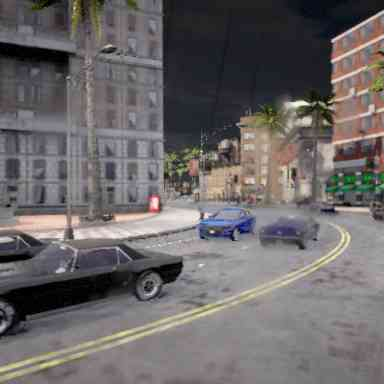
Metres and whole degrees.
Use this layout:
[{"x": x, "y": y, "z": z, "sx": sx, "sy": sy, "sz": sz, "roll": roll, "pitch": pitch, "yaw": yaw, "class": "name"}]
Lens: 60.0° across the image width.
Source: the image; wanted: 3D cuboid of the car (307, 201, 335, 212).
[{"x": 16.346, "y": 1.870, "z": 42.422, "sx": 1.994, "sy": 1.385, "sz": 4.181, "roll": 0, "pitch": -1, "yaw": -7, "class": "car"}]

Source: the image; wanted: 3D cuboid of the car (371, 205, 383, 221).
[{"x": 16.085, "y": 1.725, "z": 26.888, "sx": 1.994, "sy": 1.385, "sz": 4.181, "roll": 0, "pitch": -1, "yaw": 11, "class": "car"}]

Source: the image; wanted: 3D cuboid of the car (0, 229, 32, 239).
[{"x": -5.577, "y": 1.722, "z": 8.869, "sx": 4.718, "sy": 1.301, "sz": 1.895, "roll": 0, "pitch": -1, "yaw": -40, "class": "car"}]

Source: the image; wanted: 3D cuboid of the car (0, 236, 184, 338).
[{"x": -2.519, "y": 1.685, "z": 6.869, "sx": 4.718, "sy": 1.301, "sz": 1.895, "roll": 0, "pitch": -1, "yaw": -41, "class": "car"}]

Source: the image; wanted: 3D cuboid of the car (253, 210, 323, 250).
[{"x": 4.633, "y": 1.722, "z": 15.381, "sx": 1.895, "sy": 1.301, "sz": 4.718, "roll": -1, "pitch": -1, "yaw": 30, "class": "car"}]

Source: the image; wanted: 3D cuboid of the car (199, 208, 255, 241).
[{"x": 2.083, "y": 1.638, "z": 17.953, "sx": 1.882, "sy": 1.535, "sz": 5.008, "roll": -1, "pitch": -1, "yaw": 27, "class": "car"}]
